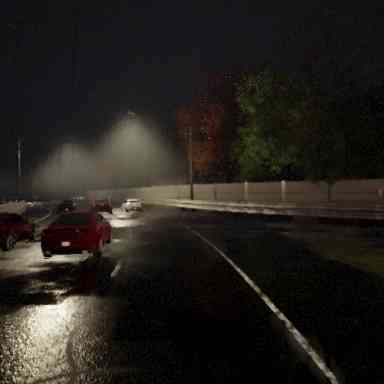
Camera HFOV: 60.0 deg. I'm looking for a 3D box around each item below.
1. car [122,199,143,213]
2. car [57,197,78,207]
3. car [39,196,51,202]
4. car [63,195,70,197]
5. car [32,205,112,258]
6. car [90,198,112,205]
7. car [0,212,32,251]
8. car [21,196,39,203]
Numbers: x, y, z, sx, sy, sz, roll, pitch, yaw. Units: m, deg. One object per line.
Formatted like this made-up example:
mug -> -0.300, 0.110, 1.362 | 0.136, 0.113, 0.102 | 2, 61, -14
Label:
car -> -6.914, 1.568, 38.253 | 1.812, 1.442, 4.674 | 0, 0, -19
car -> -13.888, 1.596, 36.978 | 1.837, 1.490, 4.892 | 0, 0, -20
car -> -33.647, 1.590, 75.202 | 4.181, 1.385, 1.994 | 0, 0, 44
car -> -29.194, 1.531, 77.356 | 1.812, 1.442, 4.674 | 0, 0, -30
car -> -4.311, 1.506, 13.031 | 1.882, 1.535, 5.008 | 0, 0, -7
car -> -9.969, 1.415, 36.358 | 2.097, 1.767, 4.553 | 0, 0, -19
car -> -8.088, 1.580, 14.037 | 1.812, 1.442, 4.674 | 0, 0, -8
car -> -36.201, 1.595, 72.809 | 5.357, 1.411, 2.033 | 0, 0, 44
